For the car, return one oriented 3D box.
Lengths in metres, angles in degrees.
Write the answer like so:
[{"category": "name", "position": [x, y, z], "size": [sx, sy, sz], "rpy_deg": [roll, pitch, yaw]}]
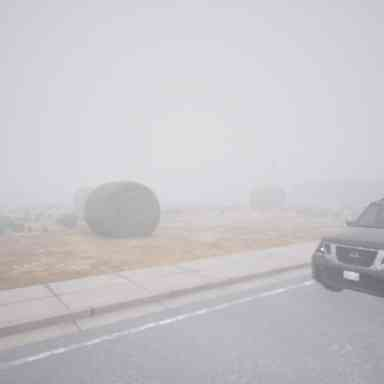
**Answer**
[{"category": "car", "position": [5.151, 1.150, 7.672], "size": [5.566, 2.045, 2.150], "rpy_deg": [-1, 0, -36]}]
